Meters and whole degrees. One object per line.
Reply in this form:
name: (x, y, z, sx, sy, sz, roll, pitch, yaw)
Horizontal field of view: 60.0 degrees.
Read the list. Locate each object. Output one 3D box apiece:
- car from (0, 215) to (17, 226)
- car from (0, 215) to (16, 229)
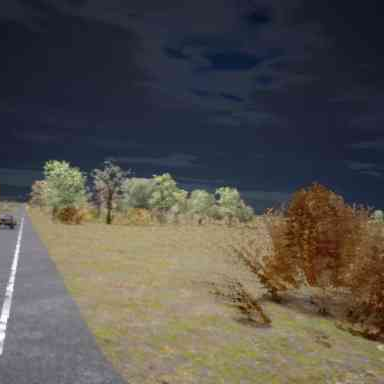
car: (-25.512, 3.897, 46.035, 1.994, 1.385, 4.181, 5, -5, -26)
car: (-21.728, 3.452, 38.614, 1.837, 1.490, 4.892, 5, -5, -26)
